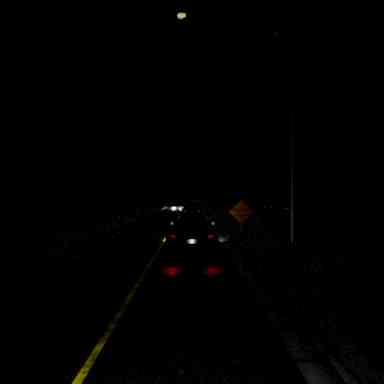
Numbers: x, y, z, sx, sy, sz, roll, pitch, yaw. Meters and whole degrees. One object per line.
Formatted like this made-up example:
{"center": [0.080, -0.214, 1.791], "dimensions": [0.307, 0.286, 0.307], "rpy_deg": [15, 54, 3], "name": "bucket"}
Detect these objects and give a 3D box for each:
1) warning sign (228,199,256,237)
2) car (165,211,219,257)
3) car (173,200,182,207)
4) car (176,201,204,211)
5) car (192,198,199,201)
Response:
{"center": [2.522, 1.282, 16.934], "dimensions": [1.300, 1.860, 1.060], "rpy_deg": [0, 0, 0], "name": "warning sign"}
{"center": [0.020, 1.697, 13.506], "dimensions": [1.994, 1.385, 4.181], "rpy_deg": [0, 0, 1], "name": "car"}
{"center": [-2.764, 2.271, 65.650], "dimensions": [1.895, 1.301, 4.718], "rpy_deg": [0, -1, 0], "name": "car"}
{"center": [0.019, 1.776, 28.502], "dimensions": [2.128, 1.511, 4.902], "rpy_deg": [0, 0, 0], "name": "car"}
{"center": [0.950, 2.488, 91.934], "dimensions": [1.812, 1.442, 4.674], "rpy_deg": [0, -1, 0], "name": "car"}
